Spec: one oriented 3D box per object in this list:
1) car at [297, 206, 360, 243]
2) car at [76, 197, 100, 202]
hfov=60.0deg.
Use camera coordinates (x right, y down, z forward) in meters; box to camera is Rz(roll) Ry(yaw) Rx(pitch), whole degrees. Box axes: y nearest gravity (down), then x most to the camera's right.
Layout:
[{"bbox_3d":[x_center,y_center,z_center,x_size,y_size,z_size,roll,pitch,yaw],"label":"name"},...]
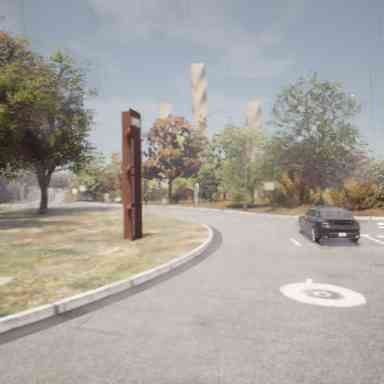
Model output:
[{"bbox_3d":[6.377,1.447,15.915,1.837,1.490,4.892,0,1,6],"label":"car"},{"bbox_3d":[-23.167,1.951,74.813,4.892,1.521,2.231,-1,-2,-21],"label":"car"}]
